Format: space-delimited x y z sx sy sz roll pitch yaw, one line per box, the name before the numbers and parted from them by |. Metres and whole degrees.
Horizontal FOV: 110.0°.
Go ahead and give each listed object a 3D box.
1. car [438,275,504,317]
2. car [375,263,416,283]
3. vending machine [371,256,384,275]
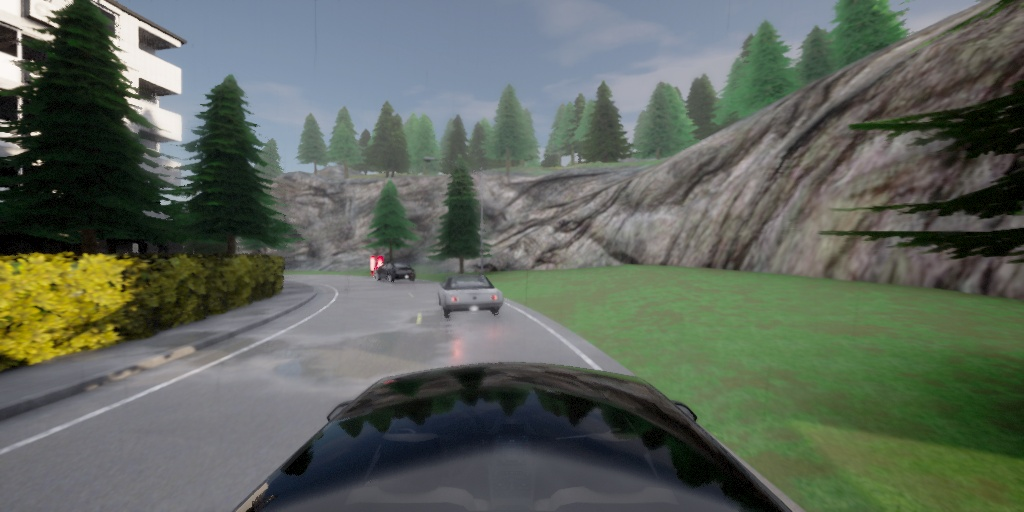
car | -1.708 1.336 13.202 1.895 1.301 4.718 0 0 -14
car | -9.248 1.259 28.307 1.837 1.490 4.892 0 0 -39
vending machine | -14.190 0.960 37.724 0.880 2.100 1.100 0 0 34
